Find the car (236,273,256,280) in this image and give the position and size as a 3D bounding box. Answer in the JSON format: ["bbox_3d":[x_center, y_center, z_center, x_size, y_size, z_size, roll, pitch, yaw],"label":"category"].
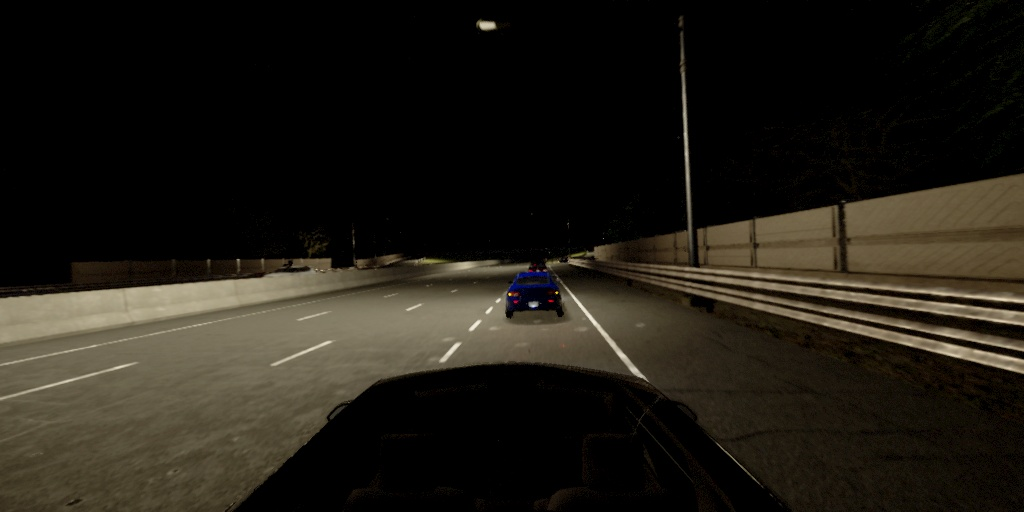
[{"bbox_3d":[-25.510,2.430,36.008,1.882,1.535,5.008,-2,0,5],"label":"car"}]

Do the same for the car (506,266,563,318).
[{"bbox_3d":[0.814,1.278,13.031,1.812,1.442,4.674,-2,0,4],"label":"car"}]

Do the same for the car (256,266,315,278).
[{"bbox_3d":[-22.036,2.027,35.691,2.150,2.045,5.566,-2,0,5],"label":"car"}]

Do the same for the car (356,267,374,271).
[{"bbox_3d":[-17.892,2.142,43.493,1.882,1.535,5.008,-2,-1,5],"label":"car"}]

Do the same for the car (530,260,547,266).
[{"bbox_3d":[2.370,1.309,32.777,2.033,1.411,5.357,-2,0,5],"label":"car"}]

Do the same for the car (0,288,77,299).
[{"bbox_3d":[-30.120,2.693,22.306,1.895,1.301,4.718,-2,0,5],"label":"car"}]
